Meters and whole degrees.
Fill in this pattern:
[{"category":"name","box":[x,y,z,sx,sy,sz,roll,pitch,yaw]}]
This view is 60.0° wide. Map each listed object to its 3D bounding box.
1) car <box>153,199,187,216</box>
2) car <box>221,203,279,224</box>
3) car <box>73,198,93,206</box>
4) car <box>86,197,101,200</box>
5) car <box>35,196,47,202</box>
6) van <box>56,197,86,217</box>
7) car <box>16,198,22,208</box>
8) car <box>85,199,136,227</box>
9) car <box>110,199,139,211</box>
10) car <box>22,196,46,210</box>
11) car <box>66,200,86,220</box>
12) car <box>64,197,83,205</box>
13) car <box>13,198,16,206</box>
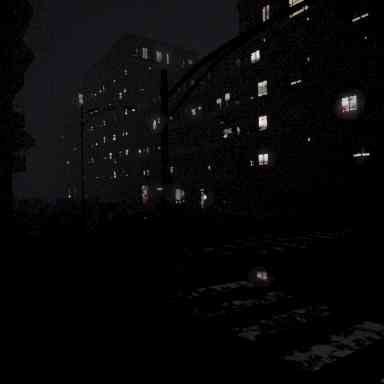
[{"category":"car","box":[-2.240,1.441,33.322,1.967,1.590,4.097,-1,1,-36]},{"category":"car","box":[4.102,1.498,24.459,1.752,1.417,4.829,-1,1,-36]},{"category":"car","box":[-18.338,1.643,55.828,1.947,1.339,4.313,-1,1,-36]},{"category":"car","box":[-15.120,1.502,51.326,1.967,1.590,4.097,-1,1,-36]},{"category":"car","box":[-37.658,1.728,82.836,1.887,1.381,4.507,-1,1,-36]},{"category":"van","box":[-12.277,1.483,32.947,1.690,1.788,3.998,-1,1,-36]},{"category":"car","box":[-25.153,1.769,50.953,1.947,1.339,4.313,-1,1,-36]},{"category":"car","box":[-5.836,1.553,23.947,1.967,1.590,4.097,-1,1,-36]},{"category":"car","box":[-8.678,1.581,42.325,2.008,1.369,4.403,-1,1,-36]},{"category":"car","box":[-21.936,1.628,46.452,1.967,1.590,4.097,-1,1,-36]},{"category":"car","box":[-8.955,1.652,28.310,1.752,1.417,4.829,-1,1,-36]},{"category":"car","box":[-21.558,1.645,60.330,2.008,1.369,4.403,-1,1,-36]},{"category":"car","box":[-31.594,1.782,59.956,1.887,1.381,4.507,-1,1,-36]}]
